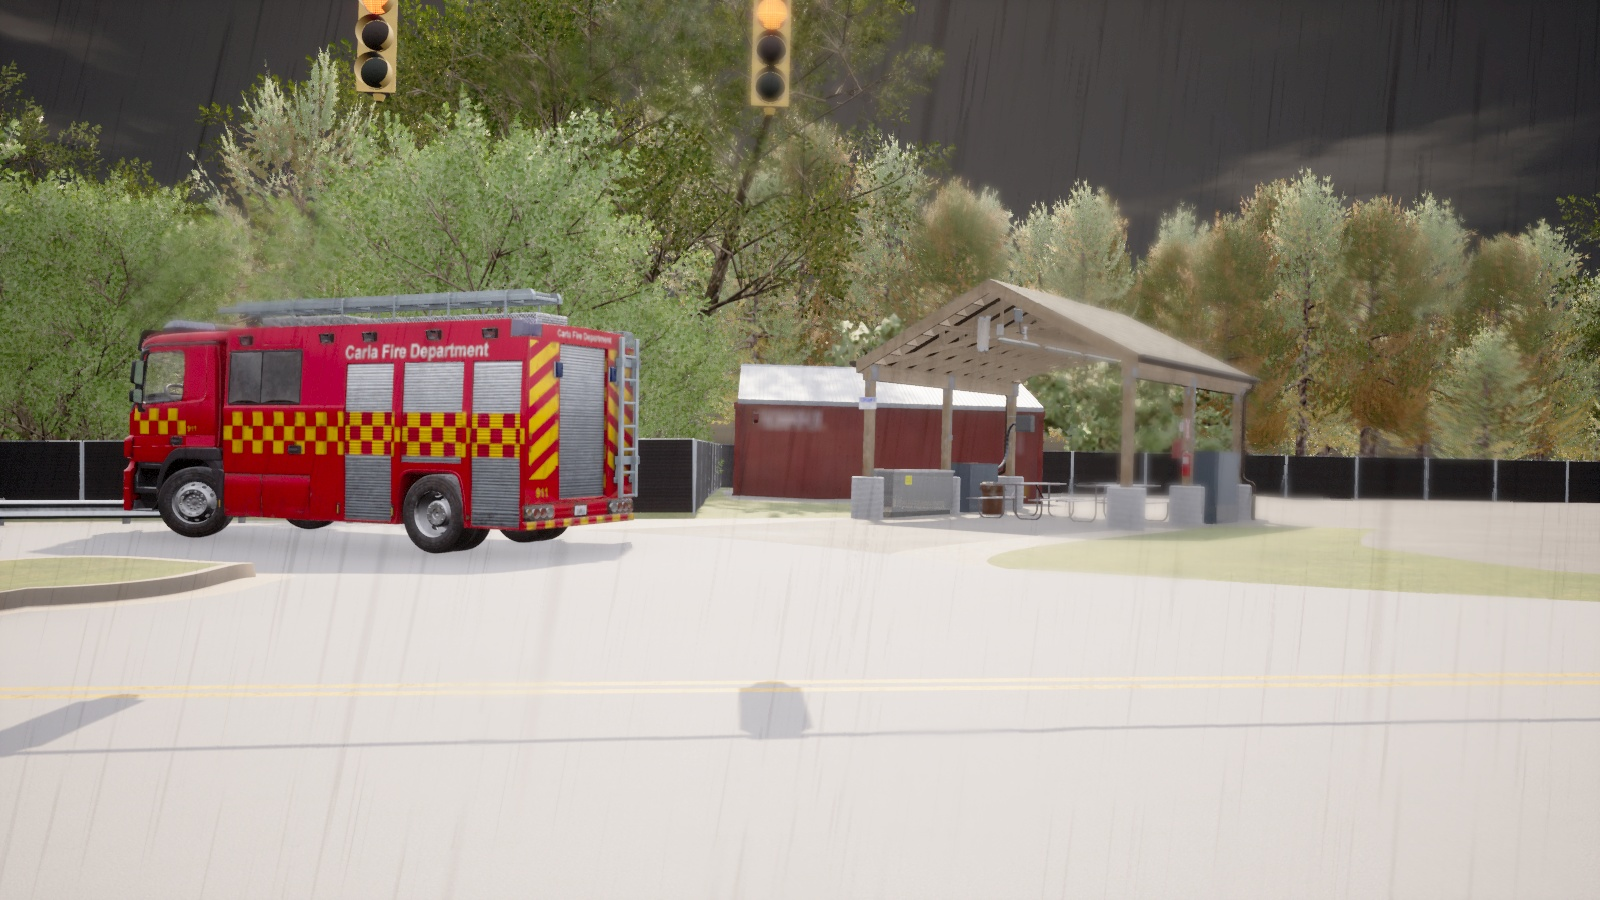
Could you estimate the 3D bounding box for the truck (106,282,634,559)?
[{"bbox_3d":[-7.110,-0.474,20.462,8.468,3.827,2.891,1,1,25],"label":"truck"}]
